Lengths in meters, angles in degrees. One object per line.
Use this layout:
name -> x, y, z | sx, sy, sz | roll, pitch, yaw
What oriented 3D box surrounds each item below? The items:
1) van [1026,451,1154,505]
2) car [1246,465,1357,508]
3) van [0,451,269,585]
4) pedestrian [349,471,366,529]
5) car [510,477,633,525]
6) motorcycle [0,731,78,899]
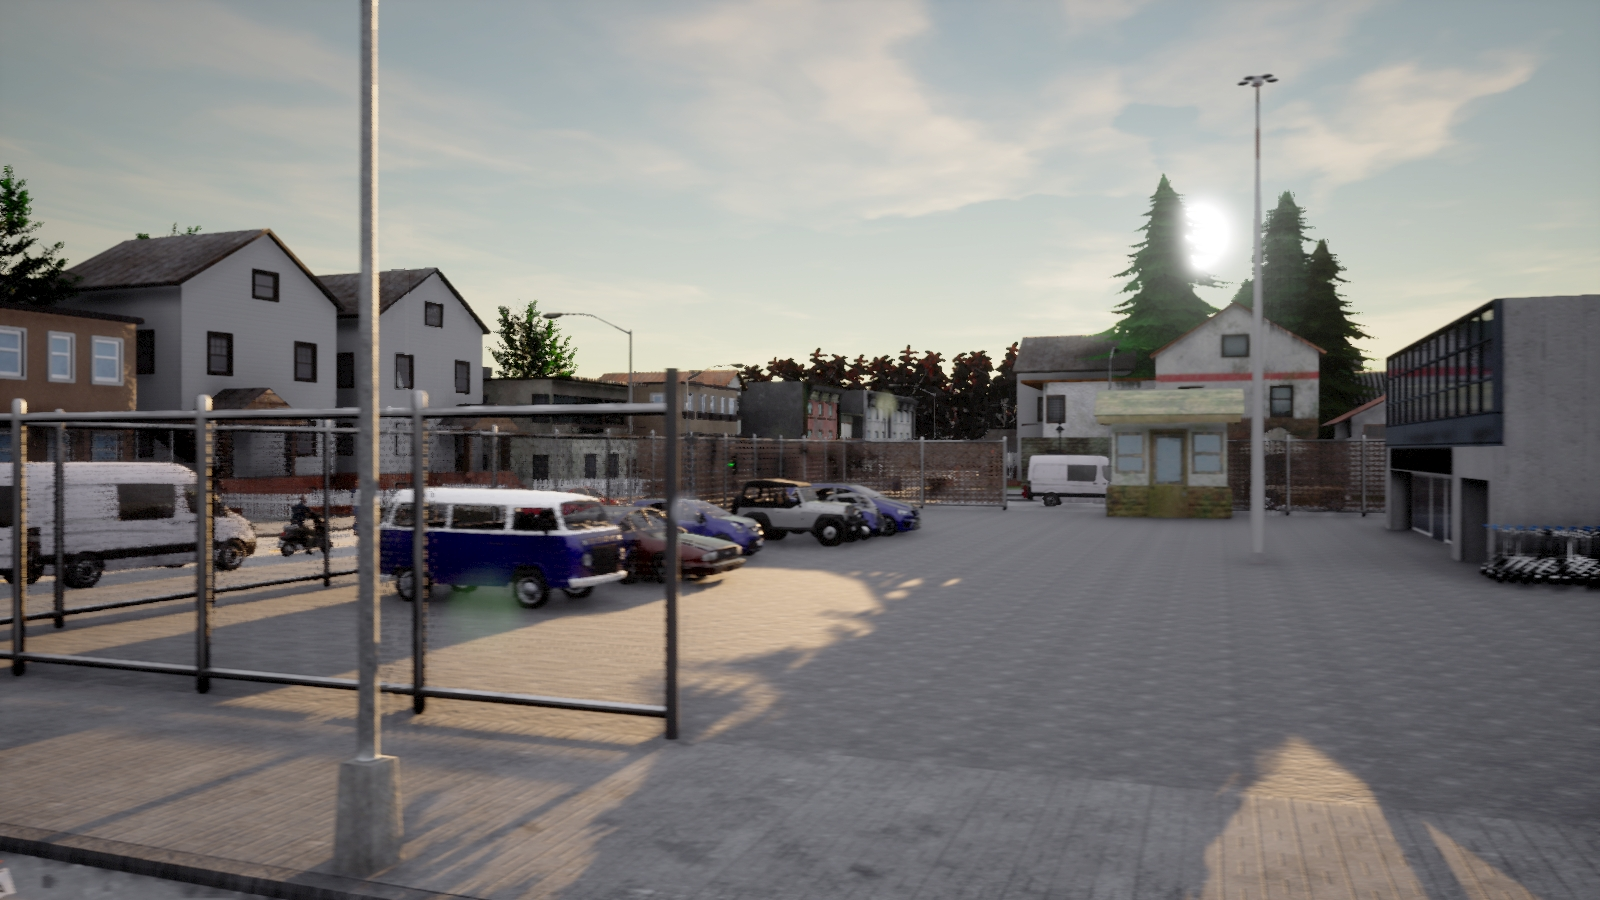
van -> 14.121, 1.314, 55.655 | 5.915, 2.561, 1.988 | 0, 0, 20
car -> 22.997, 1.644, 52.581 | 4.605, 1.855, 1.932 | 0, 0, 21
van -> -14.710, 1.314, 25.039 | 1.988, 2.561, 5.915 | 0, 0, 20
pedestrian -> -14.395, 1.628, 37.185 | 0.375, 1.860, 0.375 | 0, 0, 28
car -> -8.391, 1.842, 42.453 | 2.231, 1.480, 4.892 | 0, 0, 20
motorcycle -> -4.608, 1.991, 5.527 | 2.033, 1.145, 0.803 | -1, 0, 20
